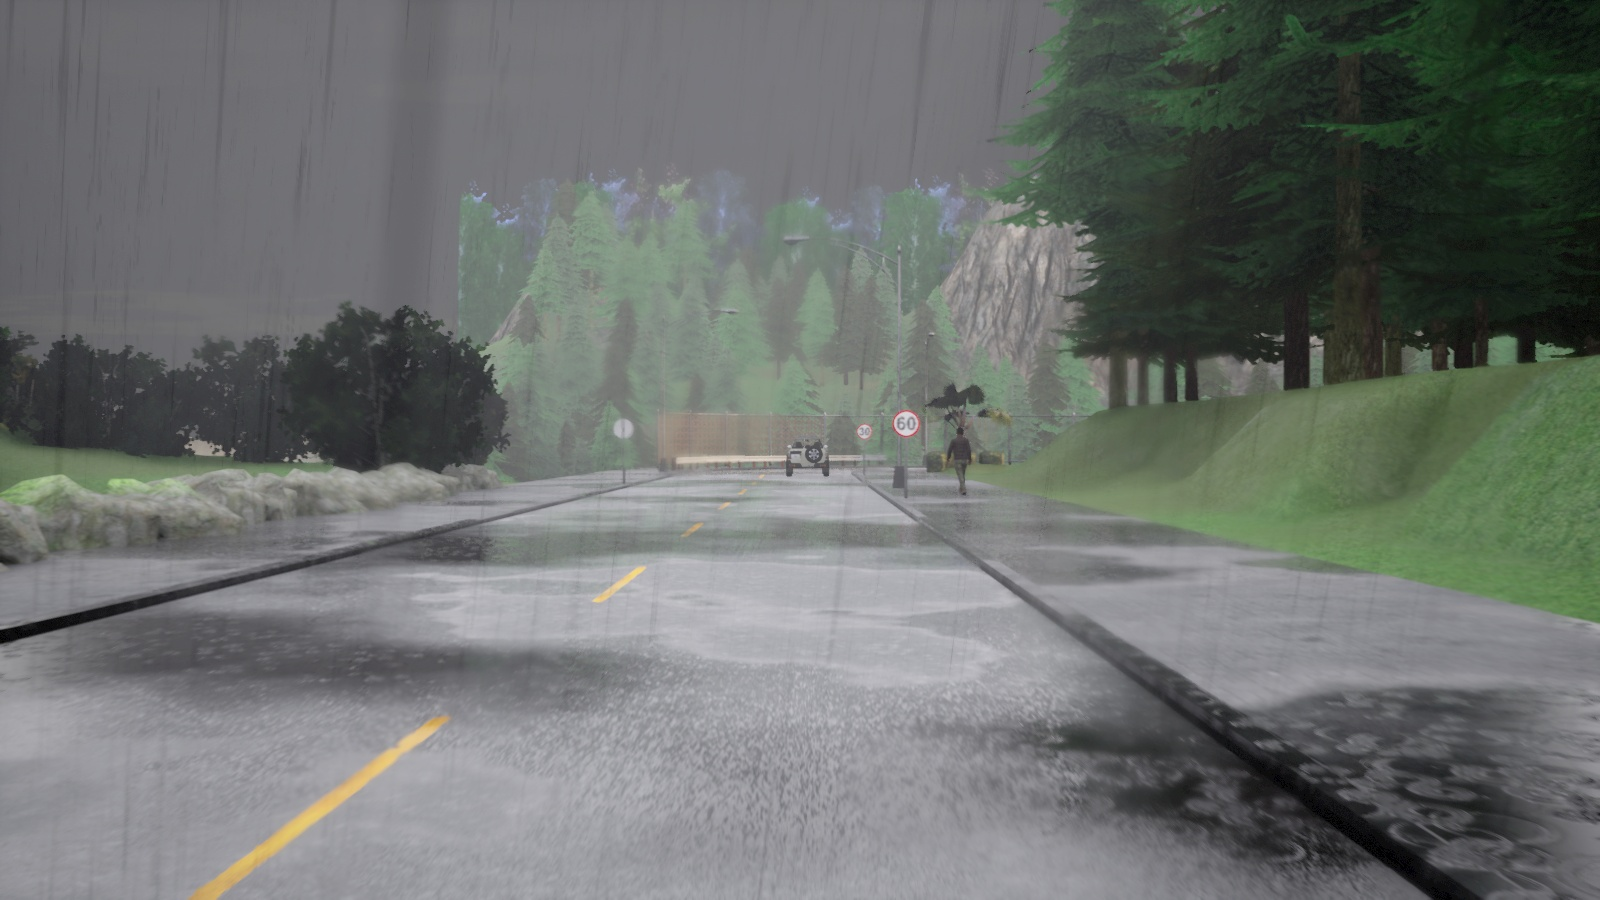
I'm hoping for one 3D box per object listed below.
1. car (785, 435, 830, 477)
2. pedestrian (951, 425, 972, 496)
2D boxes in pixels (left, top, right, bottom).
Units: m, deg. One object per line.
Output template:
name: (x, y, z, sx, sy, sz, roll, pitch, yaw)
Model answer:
car: (0.346, 0.242, 57.037, 1.932, 1.855, 4.605, 0, 0, 0)
pedestrian: (4.286, 0.272, 33.294, 0.431, 1.840, 0.703, 0, 0, -3)
